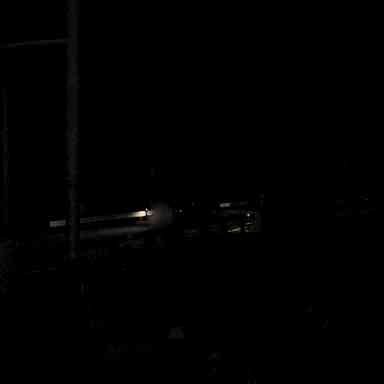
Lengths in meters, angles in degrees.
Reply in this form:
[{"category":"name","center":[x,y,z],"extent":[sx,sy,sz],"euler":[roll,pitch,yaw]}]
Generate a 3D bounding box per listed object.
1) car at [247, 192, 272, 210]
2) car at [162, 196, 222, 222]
[{"category":"car","center":[6.951,0.779,30.655],"extent":[1.882,1.535,5.008],"euler":[0,1,42]},{"category":"car","center":[0.074,1.091,22.957],"extent":[2.128,1.511,4.902],"euler":[0,3,41]}]
